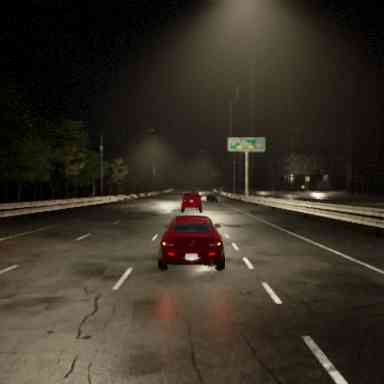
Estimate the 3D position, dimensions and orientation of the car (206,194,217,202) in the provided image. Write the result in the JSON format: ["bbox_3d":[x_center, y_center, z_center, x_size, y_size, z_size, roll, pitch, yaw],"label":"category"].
[{"bbox_3d":[3.708,1.098,63.634,1.882,1.535,5.008,0,0,0],"label":"car"}]

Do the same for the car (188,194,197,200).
[{"bbox_3d":[0.188,1.088,72.803,1.994,1.385,4.181,0,1,1],"label":"car"}]

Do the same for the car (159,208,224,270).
[{"bbox_3d":[-0.016,1.480,10.770,1.812,1.442,4.674,0,0,0],"label":"car"}]

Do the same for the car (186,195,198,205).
[{"bbox_3d":[0.047,1.203,54.778,1.837,1.490,4.892,0,0,0],"label":"car"}]

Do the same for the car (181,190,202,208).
[{"bbox_3d":[-0.028,1.043,36.816,2.150,2.045,5.566,0,0,0],"label":"car"}]
